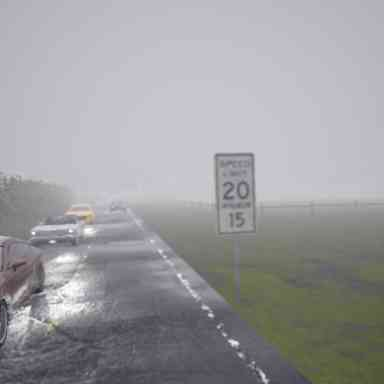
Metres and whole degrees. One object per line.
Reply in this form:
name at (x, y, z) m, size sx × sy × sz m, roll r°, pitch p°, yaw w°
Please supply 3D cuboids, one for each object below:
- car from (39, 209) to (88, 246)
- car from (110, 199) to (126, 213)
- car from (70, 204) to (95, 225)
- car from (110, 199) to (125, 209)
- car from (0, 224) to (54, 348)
car at (-6.322, 1.774, 16.028) m, size 1.895 × 1.301 × 4.718 m, roll -2°, pitch 0°, yaw -13°
car at (-9.129, 1.829, 41.081) m, size 1.895 × 1.301 × 4.718 m, roll -2°, pitch 0°, yaw -13°
car at (-8.613, 1.710, 25.891) m, size 1.882 × 1.535 × 5.008 m, roll -2°, pitch 0°, yaw -13°
car at (-11.724, 1.835, 52.277) m, size 2.033 × 1.411 × 5.357 m, roll -2°, pitch 0°, yaw -13°
car at (-4.069, 1.640, 6.292) m, size 1.812 × 1.442 × 4.674 m, roll -2°, pitch 0°, yaw -13°
